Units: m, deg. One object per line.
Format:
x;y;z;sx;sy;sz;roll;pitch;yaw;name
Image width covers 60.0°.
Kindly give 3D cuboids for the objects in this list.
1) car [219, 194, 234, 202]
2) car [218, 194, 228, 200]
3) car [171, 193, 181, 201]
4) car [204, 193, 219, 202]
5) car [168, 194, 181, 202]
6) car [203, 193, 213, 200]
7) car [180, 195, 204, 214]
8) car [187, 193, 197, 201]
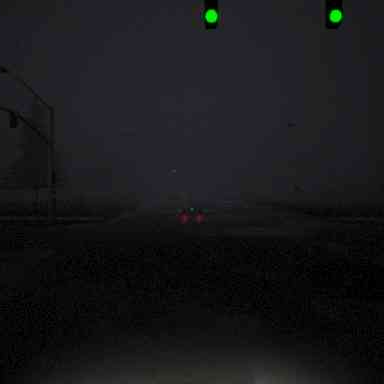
6.993;1.262;64.368;1.994;1.385;4.181;0;0;0;car
6.992;1.085;74.370;1.812;1.442;4.674;0;0;0;car
-3.508;1.085;74.369;2.128;1.511;4.902;0;0;0;car
3.493;1.248;63.951;2.033;1.411;5.357;0;0;0;car
-3.507;1.224;64.367;1.812;1.442;4.674;0;0;0;car
3.492;1.038;74.370;1.882;1.535;5.008;0;0;0;car
-0.004;1.369;33.342;1.812;1.442;4.674;0;0;0;car
-0.008;1.085;74.369;2.128;1.511;4.902;0;0;0;car
